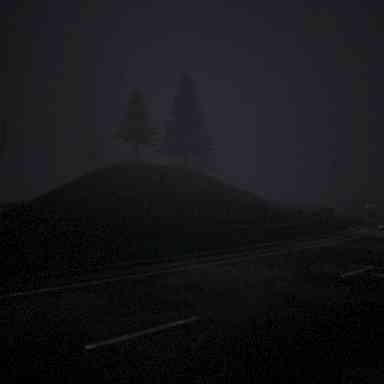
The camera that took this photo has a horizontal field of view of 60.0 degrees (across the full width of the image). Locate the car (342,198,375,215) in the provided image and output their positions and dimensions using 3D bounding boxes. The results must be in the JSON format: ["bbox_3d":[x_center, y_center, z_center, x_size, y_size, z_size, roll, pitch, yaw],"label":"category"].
[{"bbox_3d":[21.123,1.801,42.389,2.150,2.045,5.566,1,0,4],"label":"car"}]
